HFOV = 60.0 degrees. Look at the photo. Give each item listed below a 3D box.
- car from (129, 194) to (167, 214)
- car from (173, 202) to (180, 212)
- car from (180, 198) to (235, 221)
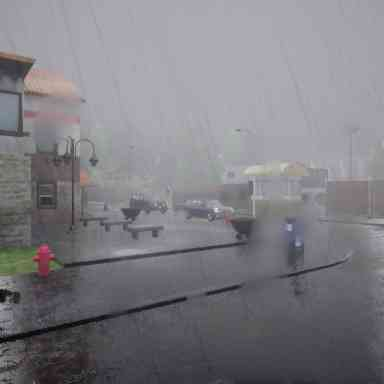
[{"bbox_3d":[-4.797,1.221,35.787,2.150,2.045,5.566,0,0,-35],"label":"car"},{"bbox_3d":[-0.293,1.526,36.637,1.812,1.442,4.674,0,0,-35],"label":"car"},{"bbox_3d":[1.380,1.352,27.067,2.097,1.767,4.553,0,0,-35],"label":"car"}]
